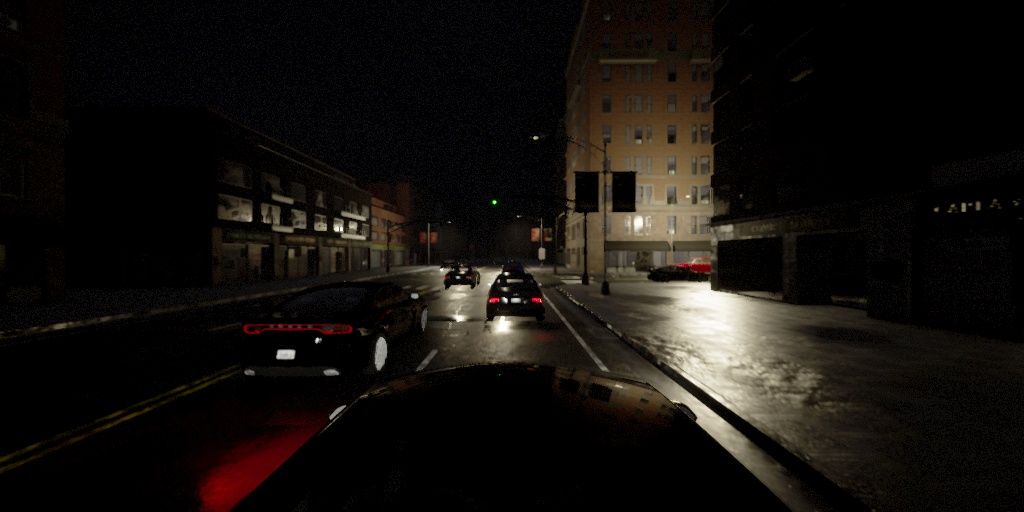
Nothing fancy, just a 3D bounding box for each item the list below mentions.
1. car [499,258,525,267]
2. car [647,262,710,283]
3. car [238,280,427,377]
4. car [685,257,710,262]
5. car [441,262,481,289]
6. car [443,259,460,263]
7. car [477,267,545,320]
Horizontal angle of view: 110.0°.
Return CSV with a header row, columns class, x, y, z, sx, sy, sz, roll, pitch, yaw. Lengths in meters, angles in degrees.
class,x,y,z,sx,sy,sz,roll,pitch,yaw
car,0.112,1.236,31.560,1.882,1.535,5.008,0,0,0
car,12.408,1.342,26.978,4.313,1.339,1.948,0,0,0
car,-3.149,1.229,7.471,1.882,1.535,5.008,0,0,0
car,18.109,1.056,34.976,5.009,1.841,2.192,0,0,0
car,-3.143,1.303,23.343,2.033,1.411,5.357,0,0,0
car,-9.793,1.252,55.839,1.882,1.535,5.008,0,0,1
car,0.105,1.299,12.620,2.033,1.411,5.357,0,0,0
